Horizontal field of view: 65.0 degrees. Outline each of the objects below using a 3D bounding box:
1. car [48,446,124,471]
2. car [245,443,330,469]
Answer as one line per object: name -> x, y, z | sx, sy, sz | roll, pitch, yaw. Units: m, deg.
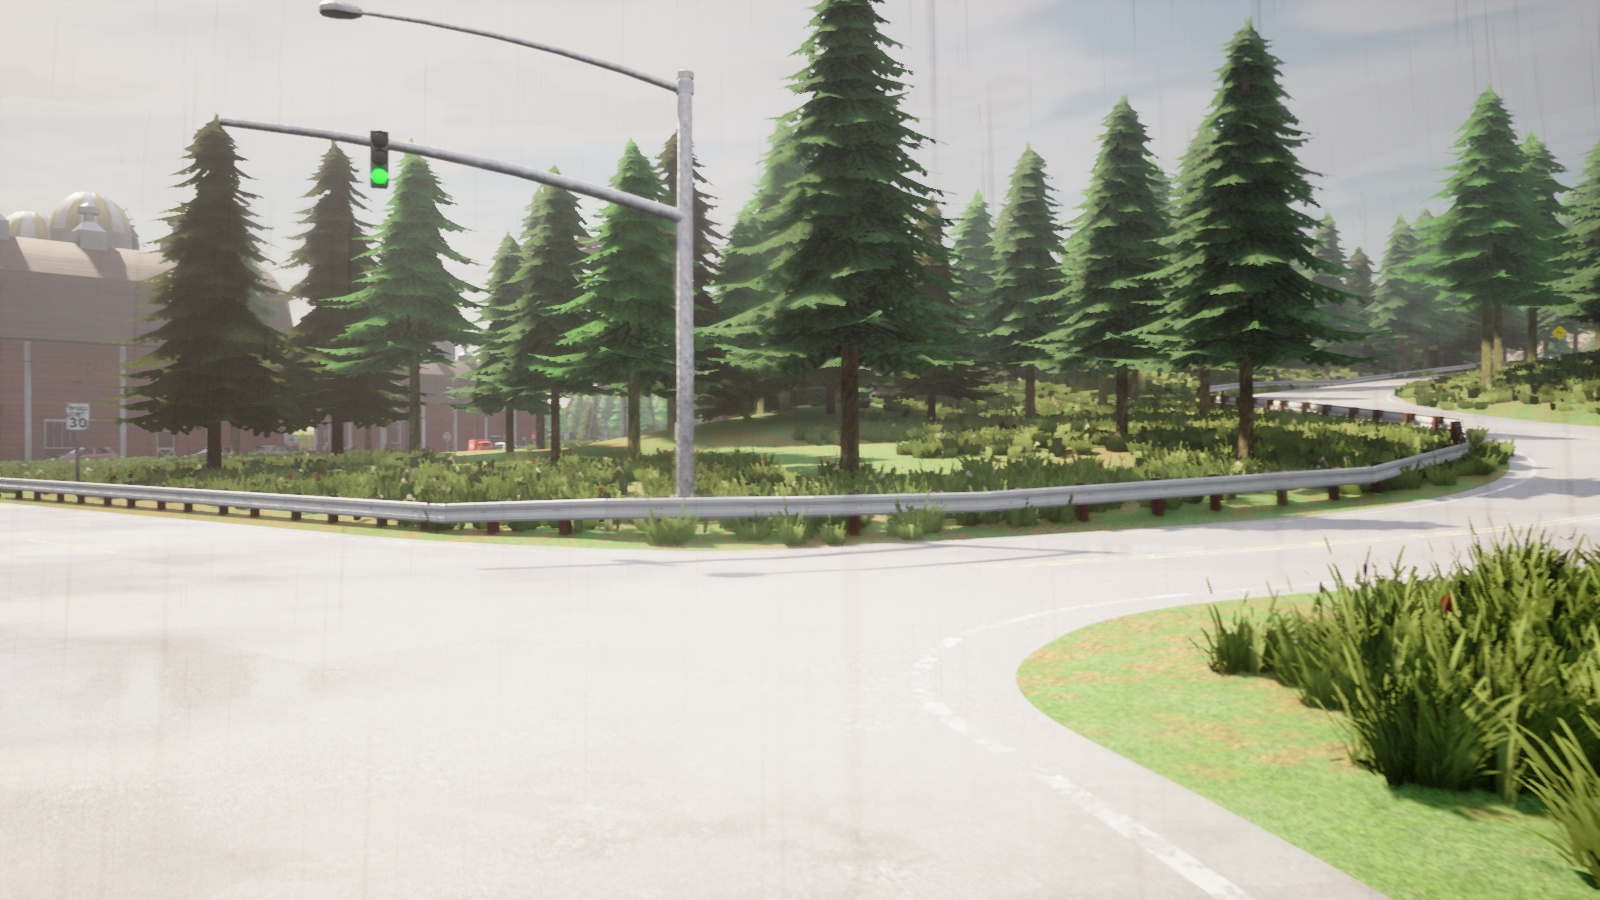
car -> -43.957, 0.499, 77.333 | 1.845, 1.501, 3.633 | 0, 0, 41
car -> -34.031, 0.396, 83.521 | 2.033, 1.649, 4.856 | 0, 0, 41
